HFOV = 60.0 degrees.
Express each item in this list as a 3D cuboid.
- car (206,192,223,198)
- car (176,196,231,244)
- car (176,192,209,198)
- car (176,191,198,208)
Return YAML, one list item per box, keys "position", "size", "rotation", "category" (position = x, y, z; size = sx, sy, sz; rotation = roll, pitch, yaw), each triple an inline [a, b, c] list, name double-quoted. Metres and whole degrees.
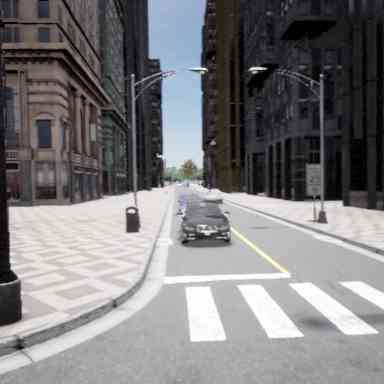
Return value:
- position: [2.382, 0.603, 38.445]
  size: [1.895, 1.301, 4.718]
  rotation: [-1, 1, -3]
  category: "car"
- position: [0.410, 1.149, 14.081]
  size: [1.837, 1.490, 4.892]
  rotation: [-1, 1, -3]
  category: "car"
- position: [-0.089, 0.922, 24.287]
  size: [1.812, 1.442, 4.674]
  rotation: [-1, 1, -3]
  category: "car"
- position: [-0.578, 0.710, 33.989]
  size: [2.033, 1.411, 5.357]
  rotation: [-1, 2, -3]
  category: "car"
